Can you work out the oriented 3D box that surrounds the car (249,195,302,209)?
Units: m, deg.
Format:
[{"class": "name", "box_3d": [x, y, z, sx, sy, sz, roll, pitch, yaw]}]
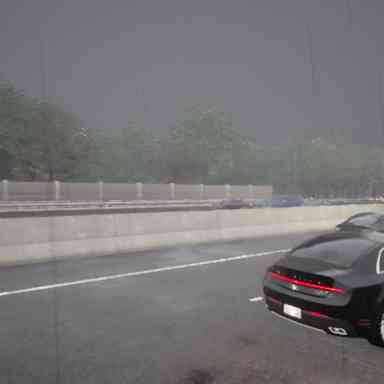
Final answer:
[{"class": "car", "box_3d": [8.361, 1.270, 31.442, 5.566, 2.045, 2.150, 0, 0, -35]}]

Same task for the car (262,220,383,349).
[{"class": "car", "box_3d": [3.456, 1.518, 6.333, 4.892, 1.490, 1.837, 0, 0, -36]}]

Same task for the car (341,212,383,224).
[{"class": "car", "box_3d": [7.663, 1.552, 13.631, 4.674, 1.442, 1.812, 0, 0, -35]}]

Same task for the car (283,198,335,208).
[{"class": "car", "box_3d": [10.443, 1.526, 28.627, 5.008, 1.535, 1.882, 0, 0, -35]}]

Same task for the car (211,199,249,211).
[{"class": "car", "box_3d": [4.374, 1.554, 37.192, 4.892, 1.490, 1.837, 0, 0, -35]}]
